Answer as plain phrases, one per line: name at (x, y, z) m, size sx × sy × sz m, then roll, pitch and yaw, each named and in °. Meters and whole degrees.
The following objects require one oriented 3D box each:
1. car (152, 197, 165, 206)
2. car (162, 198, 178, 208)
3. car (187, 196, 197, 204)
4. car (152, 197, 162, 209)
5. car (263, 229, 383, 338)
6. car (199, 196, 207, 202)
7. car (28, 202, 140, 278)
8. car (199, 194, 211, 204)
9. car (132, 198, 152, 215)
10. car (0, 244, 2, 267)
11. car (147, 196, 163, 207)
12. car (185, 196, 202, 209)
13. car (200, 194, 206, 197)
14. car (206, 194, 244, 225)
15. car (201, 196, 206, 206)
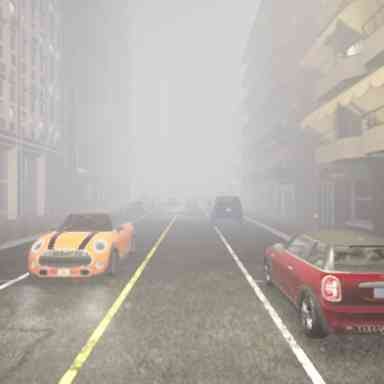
car at (-5.688, 1.585, 57.287) m, size 1.752 × 1.417 × 4.829 m, roll 0°, pitch 0°, yaw 0°
car at (-3.072, 1.576, 50.545) m, size 1.812 × 1.442 × 4.674 m, roll 0°, pitch 0°, yaw 0°
car at (0.002, 1.548, 66.367) m, size 1.882 × 1.535 × 5.008 m, roll 0°, pitch 0°, yaw 0°
car at (-5.688, 1.594, 46.159) m, size 2.008 × 1.369 × 4.403 m, roll 0°, pitch 0°, yaw 0°
car at (2.692, 1.445, 6.620) m, size 1.967 × 1.590 × 4.097 m, roll 0°, pitch 0°, yaw 0°
car at (2.693, 1.676, 80.051) m, size 1.802 × 1.307 × 4.206 m, roll 0°, pitch 0°, yaw 0°
car at (-3.100, 1.360, 10.278) m, size 2.097 × 1.767 × 4.553 m, roll 0°, pitch 0°, yaw 0°
car at (2.693, 1.392, 68.754) m, size 2.192 × 1.841 × 5.009 m, roll 0°, pitch 0°, yaw 0°
car at (-5.689, 1.596, 34.862) m, size 1.947 × 1.339 × 4.313 m, roll 0°, pitch 0°, yaw 0°
car at (-5.688, 1.549, 6.620) m, size 1.887 × 1.381 × 4.507 m, roll 0°, pitch 0°, yaw 0°
car at (-5.689, 1.492, 51.809) m, size 1.967 × 1.590 × 4.097 m, roll 0°, pitch 0°, yaw 0°
car at (0.044, 1.646, 46.754) m, size 1.895 × 1.301 × 4.718 m, roll 0°, pitch 0°, yaw 1°
car at (2.692, 1.501, 57.456) m, size 1.967 × 1.590 × 4.097 m, roll 0°, pitch 0°, yaw 0°
car at (2.395, 1.248, 24.307) m, size 2.150 × 2.045 × 5.566 m, roll 0°, pitch 0°, yaw 0°
car at (2.692, 1.595, 46.160) m, size 2.008 × 1.369 × 4.403 m, roll 0°, pitch 0°, yaw 0°
